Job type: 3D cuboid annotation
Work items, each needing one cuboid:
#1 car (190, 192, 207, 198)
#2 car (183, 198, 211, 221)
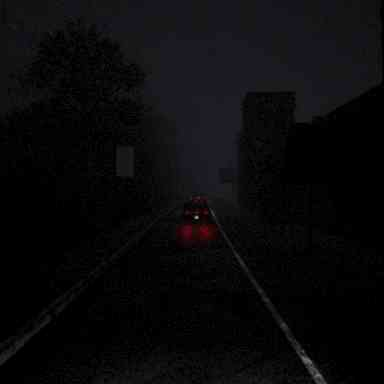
[{"bbox_3d":[0.791,0.727,41.236,2.097,1.767,4.553,0,1,2],"label":"car"},{"bbox_3d":[0.350,1.342,24.238,1.895,1.301,4.718,0,1,1],"label":"car"}]
